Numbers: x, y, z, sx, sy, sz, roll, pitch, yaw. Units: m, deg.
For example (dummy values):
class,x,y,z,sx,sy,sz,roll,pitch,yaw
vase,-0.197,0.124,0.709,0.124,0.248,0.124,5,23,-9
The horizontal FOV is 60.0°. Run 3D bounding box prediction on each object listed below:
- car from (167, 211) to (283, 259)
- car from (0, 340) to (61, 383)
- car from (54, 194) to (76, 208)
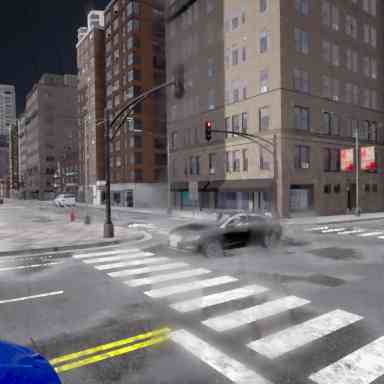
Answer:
class,x,y,z,sx,sy,sz,roll,pitch,yaw
car,1.376,1.490,12.651,4.902,1.511,2.128,0,0,-36
car,-3.098,1.478,1.238,5.008,1.535,1.882,0,0,-35
car,-19.655,1.363,51.407,2.150,2.045,5.566,-1,0,-35
